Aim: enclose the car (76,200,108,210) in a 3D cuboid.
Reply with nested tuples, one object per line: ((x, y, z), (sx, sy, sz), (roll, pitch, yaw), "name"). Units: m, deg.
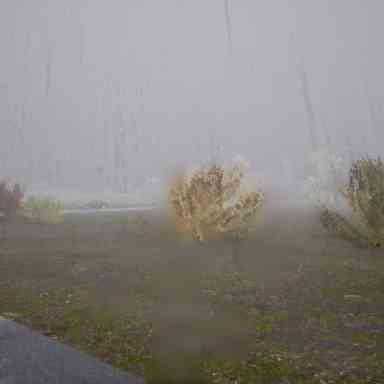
((-14.959, 1.915, 49.873), (1.837, 1.490, 4.892), (-1, -1, 36), "car")

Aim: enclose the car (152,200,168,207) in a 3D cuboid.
((-5.398, 2.188, 63.059), (1.895, 1.301, 4.718), (-1, -1, 36), "car")
